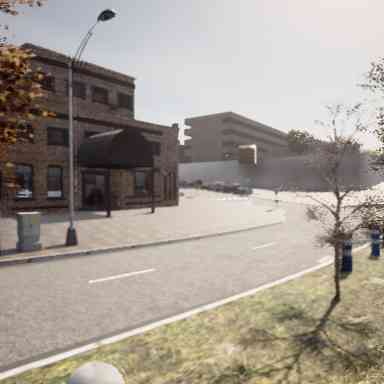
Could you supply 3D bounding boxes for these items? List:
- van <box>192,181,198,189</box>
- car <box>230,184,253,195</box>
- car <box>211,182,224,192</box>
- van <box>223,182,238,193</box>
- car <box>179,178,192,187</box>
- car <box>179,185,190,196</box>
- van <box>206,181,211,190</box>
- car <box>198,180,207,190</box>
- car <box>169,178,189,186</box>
[{"bbox_3d":[2.834,-1.756,79.169,1.878,1.987,4.442,6,5,39],"label":"van"},{"bbox_3d":[10.394,-0.283,66.241,2.097,1.535,5.008,6,5,39],"label":"car"},{"bbox_3d":[7.341,-1.030,71.337,2.435,2.045,5.566,6,5,39],"label":"car"},{"bbox_3d":[8.954,-0.759,68.888,1.878,1.987,4.442,6,5,39],"label":"van"},{"bbox_3d":[-0.323,-2.025,84.230,2.231,1.521,4.892,6,5,39],"label":"car"},{"bbox_3d":[-3.048,0.034,55.764,2.002,1.452,4.674,5,6,37],"label":"car"},{"bbox_3d":[5.756,-1.251,73.840,1.878,1.987,4.442,6,5,39],"label":"van"},{"bbox_3d":[4.271,-1.403,76.489,2.185,1.767,4.553,6,5,39],"label":"car"},{"bbox_3d":[-3.424,-2.777,89.360,2.435,2.045,5.566,5,5,38],"label":"car"}]
